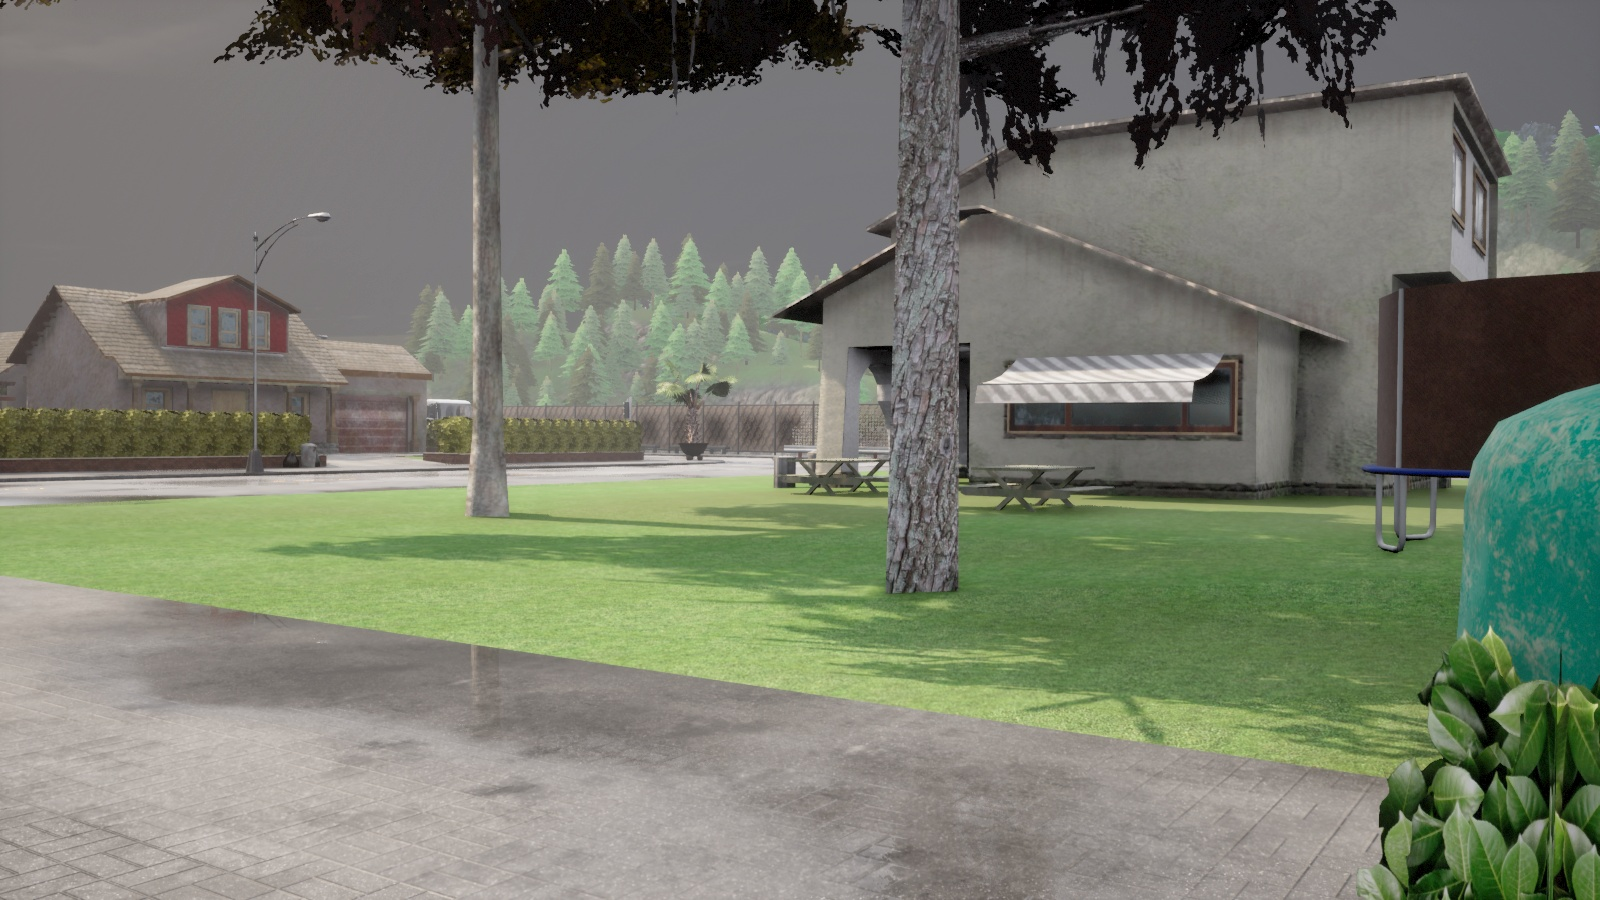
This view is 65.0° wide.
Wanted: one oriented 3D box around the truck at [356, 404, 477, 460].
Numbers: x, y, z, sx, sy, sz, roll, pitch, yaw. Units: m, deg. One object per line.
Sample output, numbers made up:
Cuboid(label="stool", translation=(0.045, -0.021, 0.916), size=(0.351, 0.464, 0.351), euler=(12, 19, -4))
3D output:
Cuboid(label="truck", translation=(-24.410, -1.120, 79.860), size=(7.936, 3.462, 2.891), euler=(0, 1, 33))
